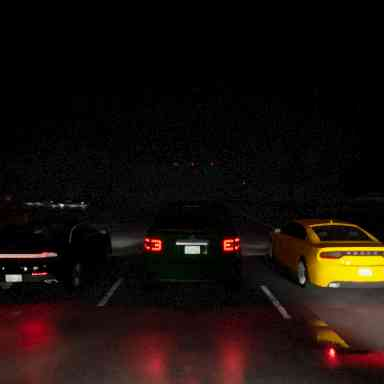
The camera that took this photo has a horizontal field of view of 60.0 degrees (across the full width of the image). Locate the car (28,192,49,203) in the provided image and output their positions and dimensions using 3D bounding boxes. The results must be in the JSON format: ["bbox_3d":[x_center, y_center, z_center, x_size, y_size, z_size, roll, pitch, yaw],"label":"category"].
[{"bbox_3d":[-29.023,0.955,63.511,2.150,2.045,5.566,0,0,-1],"label":"car"}]

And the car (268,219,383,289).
[{"bbox_3d":[3.475,1.468,9.186,1.882,1.535,5.008,0,0,0],"label":"car"}]

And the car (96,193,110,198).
[{"bbox_3d":[-18.582,1.254,66.995,2.033,1.411,5.357,0,0,-1],"label":"car"}]

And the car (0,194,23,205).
[{"bbox_3d":[-28.915,1.139,52.835,2.097,1.767,4.553,0,0,-1],"label":"car"}]

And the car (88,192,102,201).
[{"bbox_3d":[-22.249,1.014,76.581,2.097,1.767,4.553,0,0,-1],"label":"car"}]

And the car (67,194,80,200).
[{"bbox_3d":[-29.390,1.149,82.618,1.812,1.442,4.674,0,0,-1],"label":"car"}]

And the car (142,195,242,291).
[{"bbox_3d":[-0.013,1.212,9.131,2.150,2.045,5.566,0,0,0],"label":"car"}]

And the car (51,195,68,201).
[{"bbox_3d":[-29.191,1.272,73.250,1.895,1.301,4.718,0,0,-1],"label":"car"}]

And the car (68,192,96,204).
[{"bbox_3d":[-18.475,0.994,56.187,2.150,2.045,5.566,0,0,-1],"label":"car"}]

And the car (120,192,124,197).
[{"bbox_3d":[-19.057,1.160,86.060,1.994,1.385,4.181,0,0,-4],"label":"car"}]

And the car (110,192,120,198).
[{"bbox_3d":[-18.754,1.197,76.901,2.033,1.411,5.357,0,0,-1],"label":"car"}]

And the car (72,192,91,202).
[{"bbox_3d":[-22.077,0.938,66.702,2.150,2.045,5.566,0,0,-1],"label":"car"}]

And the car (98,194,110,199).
[{"bbox_3d":[-22.494,1.164,85.225,1.994,1.385,4.181,0,0,-4],"label":"car"}]

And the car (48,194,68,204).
[{"bbox_3d":[-21.964,1.336,56.072,1.994,1.385,4.181,0,0,0],"label":"car"}]

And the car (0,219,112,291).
[{"bbox_3d":[-3.522,1.483,8.987,2.128,1.511,4.902,0,0,0],"label":"car"}]
